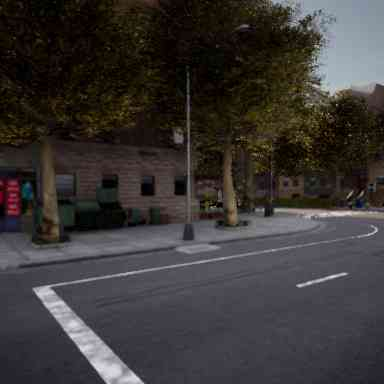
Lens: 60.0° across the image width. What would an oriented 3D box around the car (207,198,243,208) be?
[{"bbox_3d":[4.592,1.386,40.331,2.033,1.411,5.357,0,0,-35],"label":"car"}]
